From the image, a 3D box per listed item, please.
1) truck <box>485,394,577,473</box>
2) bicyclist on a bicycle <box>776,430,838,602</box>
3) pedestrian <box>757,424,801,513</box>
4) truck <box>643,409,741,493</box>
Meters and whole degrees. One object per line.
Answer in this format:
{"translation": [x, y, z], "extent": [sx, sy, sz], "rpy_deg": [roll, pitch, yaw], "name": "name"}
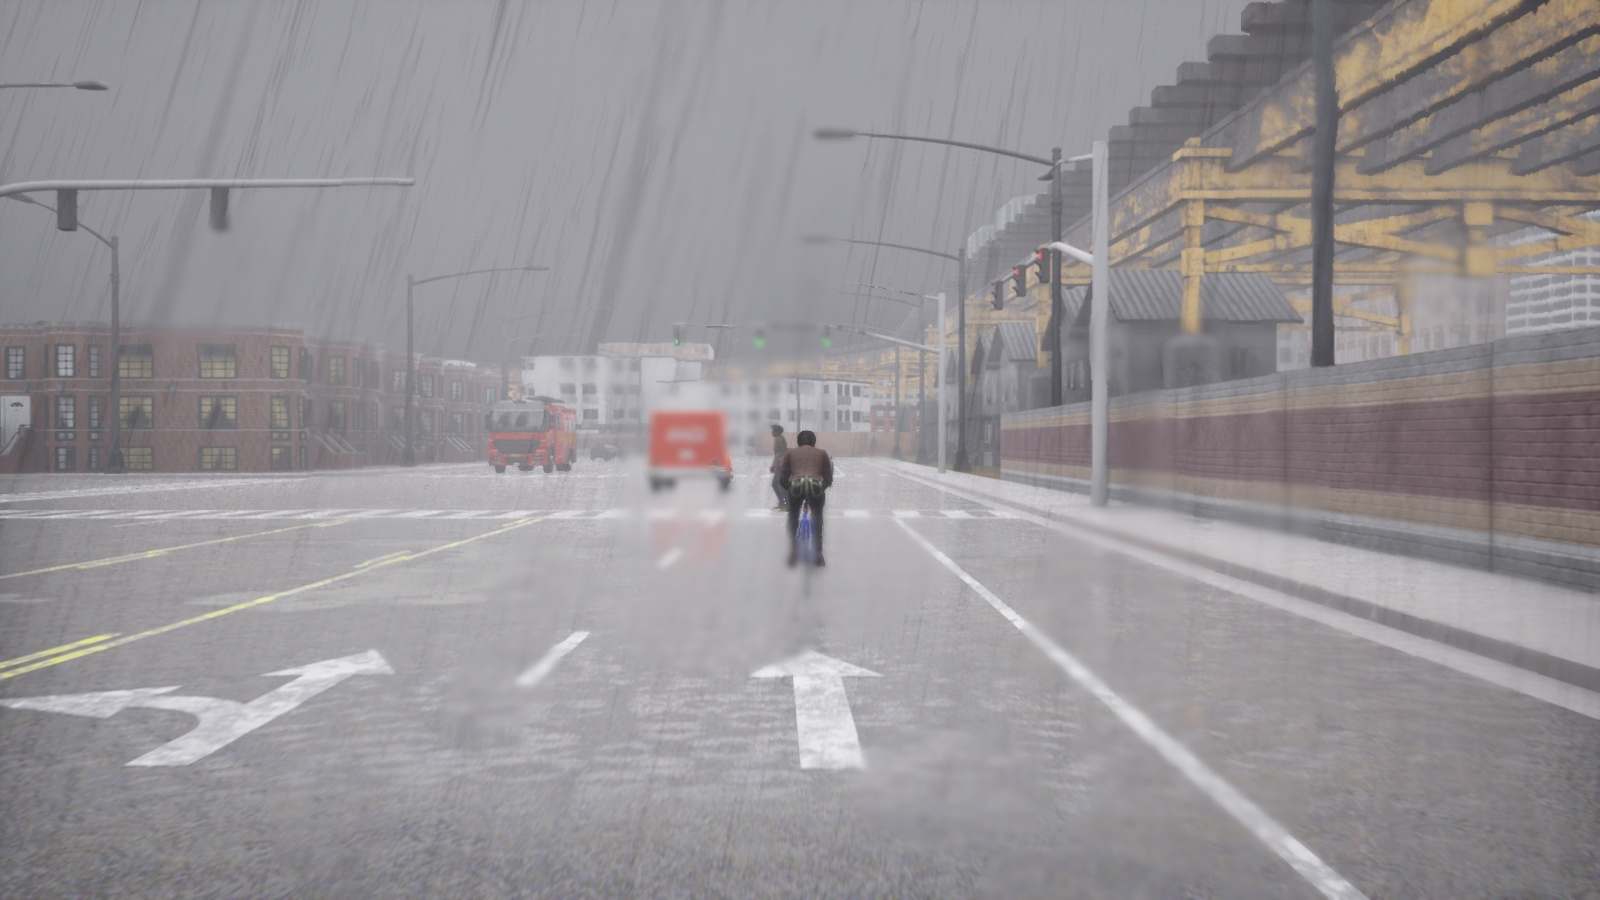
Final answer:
{"translation": [-13.712, -0.815, 64.745], "extent": [2.891, 3.827, 8.468], "rpy_deg": [0, 0, 0], "name": "truck"}
{"translation": [0.069, 0.624, 12.674], "extent": [0.582, 1.620, 1.656], "rpy_deg": [0, 0, 0], "name": "bicyclist on a bicycle"}
{"translation": [-0.426, 0.377, 25.852], "extent": [0.869, 1.805, 0.328], "rpy_deg": [0, 0, 5], "name": "pedestrian"}
{"translation": [-3.318, 0.021, 39.671], "extent": [2.627, 2.467, 5.204], "rpy_deg": [0, 0, 0], "name": "truck"}
